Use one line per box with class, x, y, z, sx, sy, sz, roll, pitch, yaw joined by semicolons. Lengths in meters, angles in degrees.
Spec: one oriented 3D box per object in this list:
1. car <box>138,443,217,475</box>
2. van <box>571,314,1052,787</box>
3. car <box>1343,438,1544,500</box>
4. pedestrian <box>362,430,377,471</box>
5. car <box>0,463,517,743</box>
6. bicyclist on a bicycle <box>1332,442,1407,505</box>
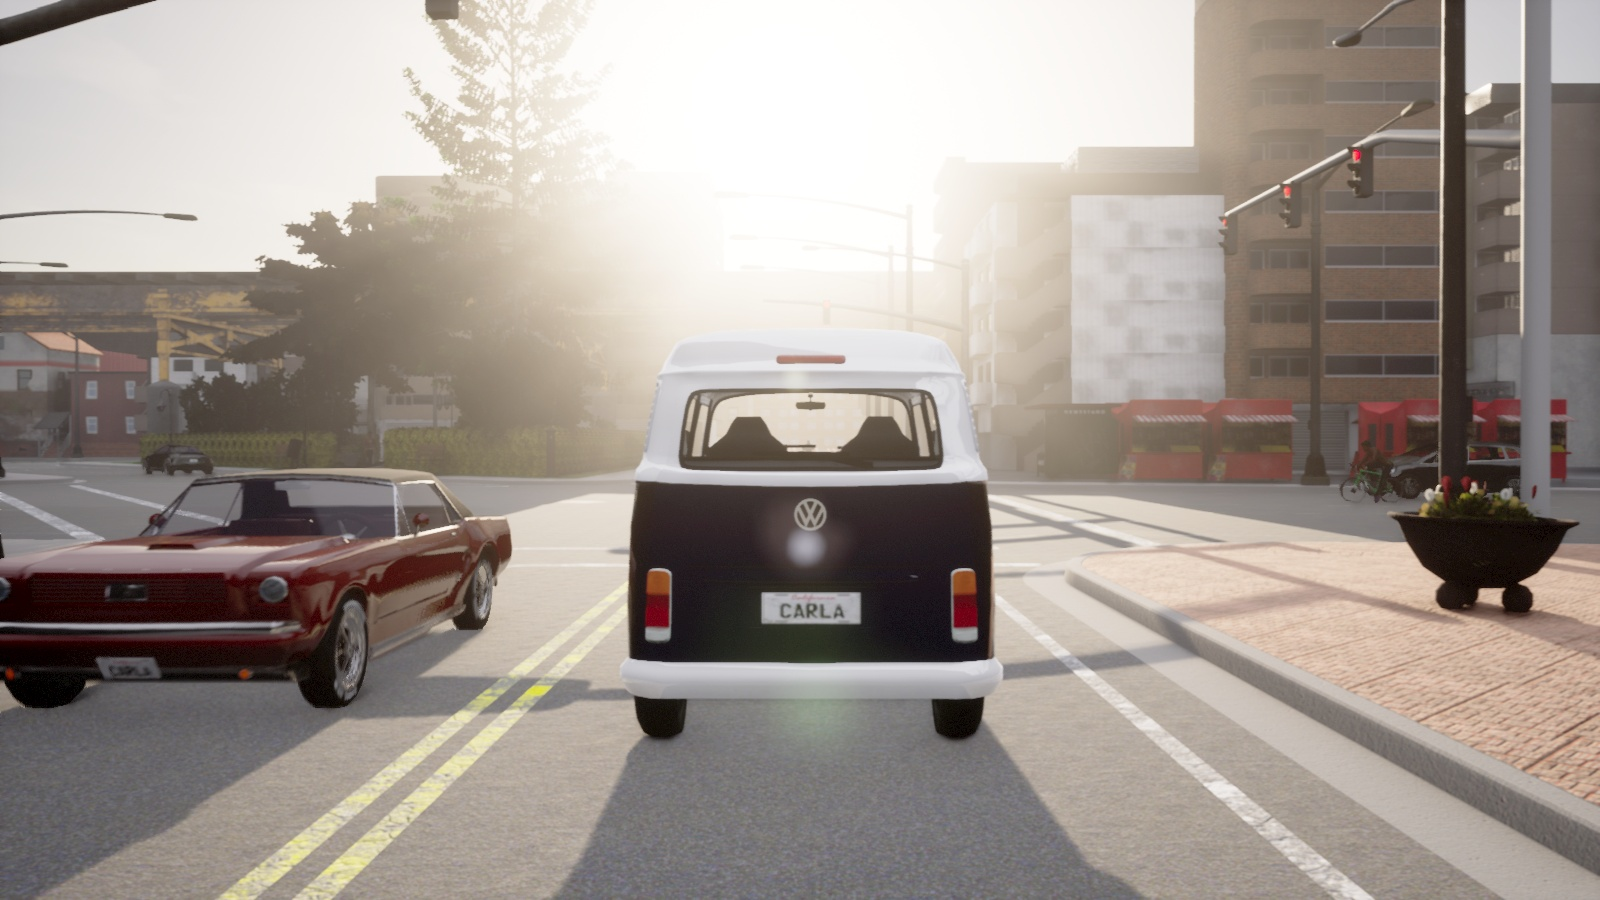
car;-28.581;0.386;57.609;1.994;1.385;4.181;0;1;-45
van;0.066;0.416;7.650;2.069;2.038;4.480;0;0;0
car;18.409;0.517;36.088;4.611;1.667;2.242;1;0;0
pedestrian;-18.834;0.010;54.944;0.328;1.805;0.869;0;1;-42
car;-3.428;0.784;8.579;1.895;1.301;4.718;0;0;0
bicyclist on a bicycle;14.775;0.608;32.588;1.656;1.620;0.582;0;0;0
